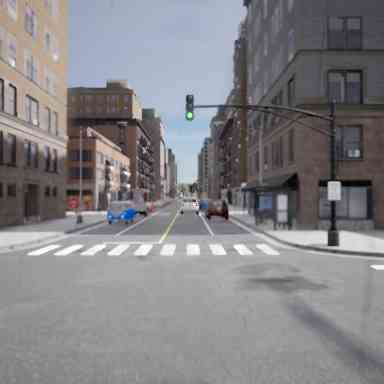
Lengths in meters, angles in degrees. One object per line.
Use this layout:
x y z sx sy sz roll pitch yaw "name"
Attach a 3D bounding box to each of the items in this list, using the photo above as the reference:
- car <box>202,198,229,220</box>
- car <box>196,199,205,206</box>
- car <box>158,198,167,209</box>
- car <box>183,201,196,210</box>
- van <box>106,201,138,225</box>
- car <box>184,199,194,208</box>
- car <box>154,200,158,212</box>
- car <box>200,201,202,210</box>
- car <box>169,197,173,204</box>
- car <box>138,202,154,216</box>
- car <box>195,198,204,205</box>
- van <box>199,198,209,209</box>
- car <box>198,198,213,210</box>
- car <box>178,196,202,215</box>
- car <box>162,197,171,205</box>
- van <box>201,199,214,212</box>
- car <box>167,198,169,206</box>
2.397 1.675 32.165 2.192 1.841 5.009 0 -1 -1 "car"
1.922 2.367 75.577 1.752 1.417 4.829 0 -1 -1 "car"
-5.976 2.185 58.939 1.752 1.417 4.829 0 -1 -1 "car"
-0.435 2.163 55.076 2.033 1.411 5.357 0 -1 -1 "car"
-5.661 1.642 26.676 1.690 1.788 3.998 0 -1 -1 "van"
-0.554 2.210 65.583 1.882 1.535 5.008 0 -1 0 "car"
-5.819 2.026 42.891 1.887 1.381 4.507 0 -1 -1 "car"
2.338 1.971 37.568 2.008 1.369 4.403 0 -1 -1 "car"
-6.136 2.156 75.327 2.192 1.841 5.009 0 -1 -1 "car"
-5.767 1.987 37.485 1.947 1.339 4.313 0 -1 -1 "car"
1.864 2.340 80.813 1.967 1.590 4.097 0 -1 -1 "car"
2.101 2.002 59.193 1.690 1.788 3.998 0 -1 -1 "van"
2.160 1.916 53.788 2.192 1.841 5.009 0 -1 -1 "car"
-0.294 1.684 41.149 2.150 2.045 5.566 0 0 -1 "car"
-6.083 2.347 69.919 1.947 1.339 4.313 0 -1 -1 "car"
2.219 1.882 48.381 1.690 1.788 3.998 0 -1 -1 "van"
-6.030 2.272 64.513 2.008 1.369 4.403 0 -1 -1 "car"
